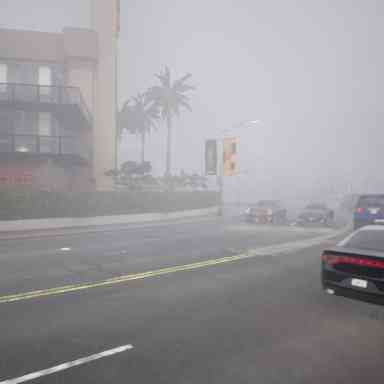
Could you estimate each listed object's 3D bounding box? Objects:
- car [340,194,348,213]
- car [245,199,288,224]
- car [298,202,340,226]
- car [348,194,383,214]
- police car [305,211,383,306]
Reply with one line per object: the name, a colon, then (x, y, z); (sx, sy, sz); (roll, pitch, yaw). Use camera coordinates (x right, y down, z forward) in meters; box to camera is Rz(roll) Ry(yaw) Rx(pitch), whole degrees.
car: (17.323, 1.207, 35.311); (2.150, 2.045, 5.566); (0, 0, 12)
car: (5.556, 1.336, 24.582); (2.097, 1.767, 4.553); (0, 0, 31)
car: (8.716, 1.495, 23.035); (1.837, 1.490, 4.892); (1, 0, 31)
car: (10.993, 1.204, 19.697); (2.150, 2.045, 5.566); (0, -1, 33)
police car: (4.871, 1.423, 7.623); (5.238, 1.638, 1.930); (0, 0, -42)
